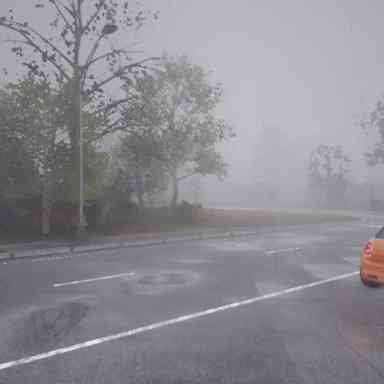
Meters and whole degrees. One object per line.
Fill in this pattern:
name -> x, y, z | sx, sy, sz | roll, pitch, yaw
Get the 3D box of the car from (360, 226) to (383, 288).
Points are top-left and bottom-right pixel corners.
car -> 6.089, 1.346, 7.997 | 4.553, 1.767, 2.097 | 0, 0, -35
